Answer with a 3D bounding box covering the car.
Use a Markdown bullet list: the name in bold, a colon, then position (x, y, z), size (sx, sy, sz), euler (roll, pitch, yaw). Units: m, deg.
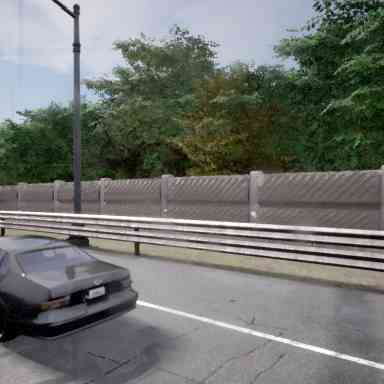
- **car**: position (-3.459, 1.570, 6.474), size (5.357, 1.411, 2.033), euler (0, 0, 36)
